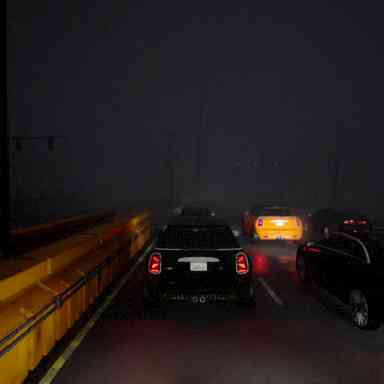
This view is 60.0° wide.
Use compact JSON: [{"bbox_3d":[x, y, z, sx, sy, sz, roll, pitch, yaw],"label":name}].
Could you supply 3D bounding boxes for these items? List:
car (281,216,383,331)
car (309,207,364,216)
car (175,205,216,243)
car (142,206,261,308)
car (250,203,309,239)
[{"bbox_3d":[3.622,1.492,6.833,2.128,1.511,4.902,0,0,0],"label":"car"},{"bbox_3d":[7.158,1.505,16.813,1.837,1.490,4.892,0,0,0],"label":"car"},{"bbox_3d":[0.160,1.505,17.249,1.837,1.490,4.892,0,0,0],"label":"car"},{"bbox_3d":[0.126,1.352,8.073,2.097,1.767,4.553,0,0,0],"label":"car"},{"bbox_3d":[3.656,1.352,15.943,2.097,1.767,4.553,0,0,0],"label":"car"}]
